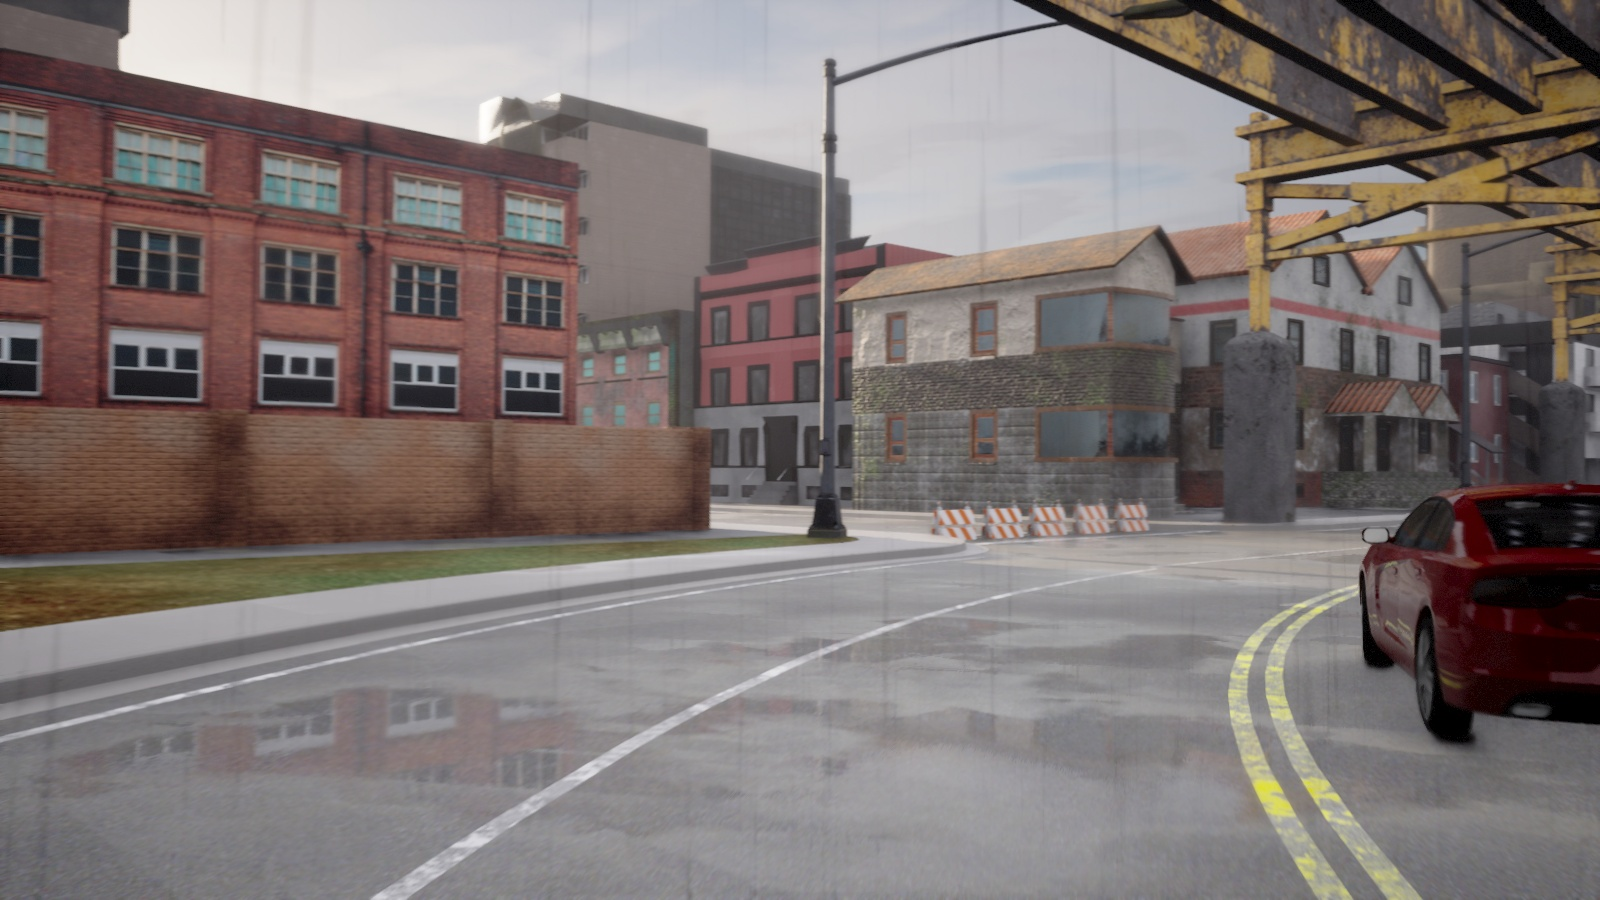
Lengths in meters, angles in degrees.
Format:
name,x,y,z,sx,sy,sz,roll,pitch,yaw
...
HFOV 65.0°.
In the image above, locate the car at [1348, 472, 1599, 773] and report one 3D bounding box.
name,x,y,z,sx,sy,sz,roll,pitch,yaw
car,5.137,0.927,8.750,1.882,1.535,5.008,-1,-1,18
